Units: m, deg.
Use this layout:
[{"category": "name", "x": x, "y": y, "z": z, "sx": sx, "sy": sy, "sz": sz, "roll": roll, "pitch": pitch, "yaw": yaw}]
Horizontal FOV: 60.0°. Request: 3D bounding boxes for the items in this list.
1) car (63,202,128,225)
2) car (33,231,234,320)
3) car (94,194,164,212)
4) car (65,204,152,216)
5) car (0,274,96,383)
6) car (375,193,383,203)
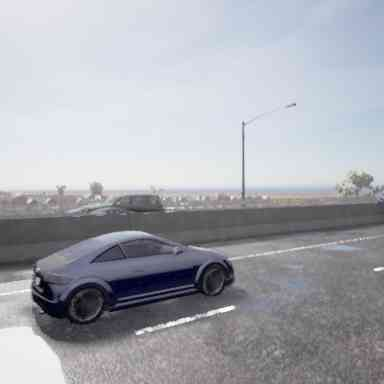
[{"category": "car", "x": -7.086, "y": 1.525, "z": 24.451, "sx": 4.181, "sy": 1.385, "sz": 1.994, "roll": 0, "pitch": 0, "yaw": -34}, {"category": "car", "x": -1.121, "y": 1.550, "z": 7.106, "sx": 4.181, "sy": 1.385, "sz": 1.994, "roll": 0, "pitch": 0, "yaw": -34}, {"category": "car", "x": -4.497, "y": 1.181, "z": 21.979, "sx": 5.566, "sy": 2.045, "sz": 2.150, "roll": 0, "pitch": 0, "yaw": -34}, {"category": "car", "x": -4.582, "y": 1.534, "z": 17.690, "sx": 4.181, "sy": 1.385, "sz": 1.994, "roll": 0, "pitch": 0, "yaw": -34}, {"category": "car", "x": -3.003, "y": 1.607, "z": 1.598, "sx": 4.718, "sy": 1.301, "sz": 1.895, "roll": 0, "pitch": 0, "yaw": -34}, {"category": "car", "x": 29.463, "y": 0.986, "z": 49.234, "sx": 5.566, "sy": 2.045, "sz": 2.150, "roll": 0, "pitch": 0, "yaw": -34}]
